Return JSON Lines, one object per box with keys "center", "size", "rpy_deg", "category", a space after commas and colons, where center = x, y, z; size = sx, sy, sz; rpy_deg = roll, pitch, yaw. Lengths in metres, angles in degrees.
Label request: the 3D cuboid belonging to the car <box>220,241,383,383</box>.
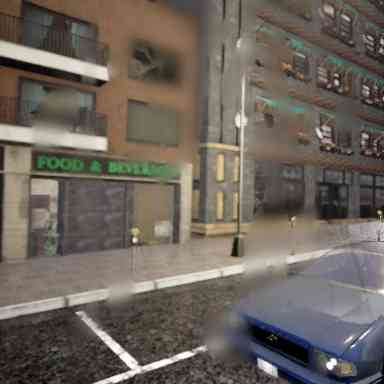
{"center": [2.994, 1.540, 5.206], "size": [5.357, 1.411, 2.033], "rpy_deg": [0, 0, -36], "category": "car"}
